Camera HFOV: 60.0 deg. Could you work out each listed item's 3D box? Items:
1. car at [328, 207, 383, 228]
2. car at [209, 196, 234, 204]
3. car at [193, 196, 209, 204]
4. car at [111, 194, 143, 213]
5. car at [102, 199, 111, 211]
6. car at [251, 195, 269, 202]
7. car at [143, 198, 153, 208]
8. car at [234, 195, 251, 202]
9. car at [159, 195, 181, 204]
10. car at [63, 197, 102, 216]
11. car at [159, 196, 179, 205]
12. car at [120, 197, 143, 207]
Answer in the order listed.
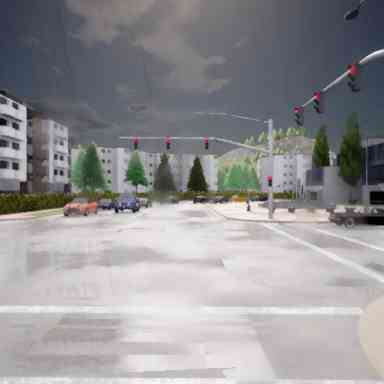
[{"bbox_3d":[11.275,1.595,21.183,4.718,1.301,1.895,0,0,3],"label":"car"},{"bbox_3d":[5.617,1.485,62.189,1.837,1.490,4.892,0,-1,30],"label":"car"},{"bbox_3d":[2.036,1.460,62.975,1.882,1.535,5.008,0,-1,29],"label":"car"},{"bbox_3d":[-7.155,1.211,37.155,2.150,2.045,5.566,0,0,-3],"label":"car"},{"bbox_3d":[-10.592,1.536,41.327,2.033,1.411,5.357,0,0,0],"label":"car"},{"bbox_3d":[14.874,1.505,73.013,4.902,1.511,2.128,0,0,-36],"label":"car"},{"bbox_3d":[-6.762,1.512,46.659,1.812,1.442,4.674,0,0,5],"label":"car"},{"bbox_3d":[10.210,1.457,73.672,5.008,1.535,1.882,0,0,-40],"label":"car"},{"bbox_3d":[-4.308,1.471,66.297,2.128,1.511,4.902,0,0,29],"label":"car"},{"bbox_3d":[-10.575,1.343,31.855,2.097,1.767,4.553,0,0,1],"label":"car"},{"bbox_3d":[-4.060,1.584,58.491,1.895,1.301,4.718,0,0,22],"label":"car"},{"bbox_3d":[-9.451,1.511,52.462,1.812,1.442,4.674,0,0,13],"label":"car"}]
